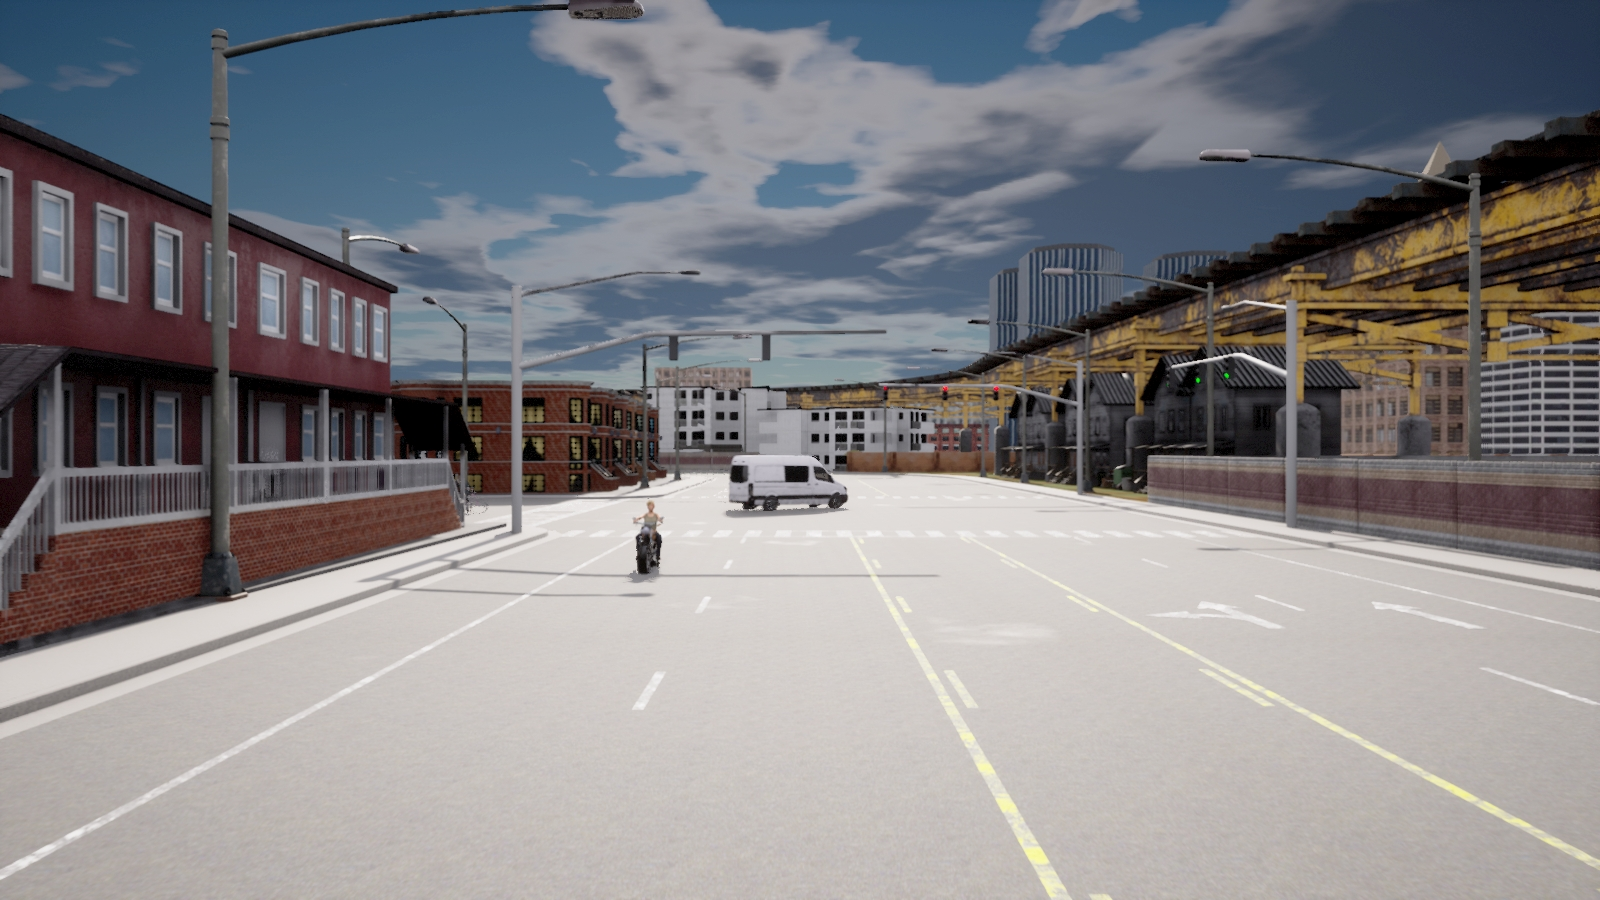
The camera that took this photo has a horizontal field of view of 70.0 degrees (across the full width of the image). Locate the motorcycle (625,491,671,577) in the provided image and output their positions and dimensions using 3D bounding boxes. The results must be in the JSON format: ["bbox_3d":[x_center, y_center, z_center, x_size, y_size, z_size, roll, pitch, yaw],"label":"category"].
[{"bbox_3d":[-3.492,1.906,26.429,0.764,1.802,2.356,0,0,0],"label":"motorcycle"}]

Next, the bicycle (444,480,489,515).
[{"bbox_3d":[-14.453,2.046,49.511,1.835,1.496,0.329,0,0,0],"label":"bicycle"}]

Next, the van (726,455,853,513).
[{"bbox_3d":[-0.441,1.532,53.748,5.915,2.561,1.988,0,0,-35],"label":"van"}]
